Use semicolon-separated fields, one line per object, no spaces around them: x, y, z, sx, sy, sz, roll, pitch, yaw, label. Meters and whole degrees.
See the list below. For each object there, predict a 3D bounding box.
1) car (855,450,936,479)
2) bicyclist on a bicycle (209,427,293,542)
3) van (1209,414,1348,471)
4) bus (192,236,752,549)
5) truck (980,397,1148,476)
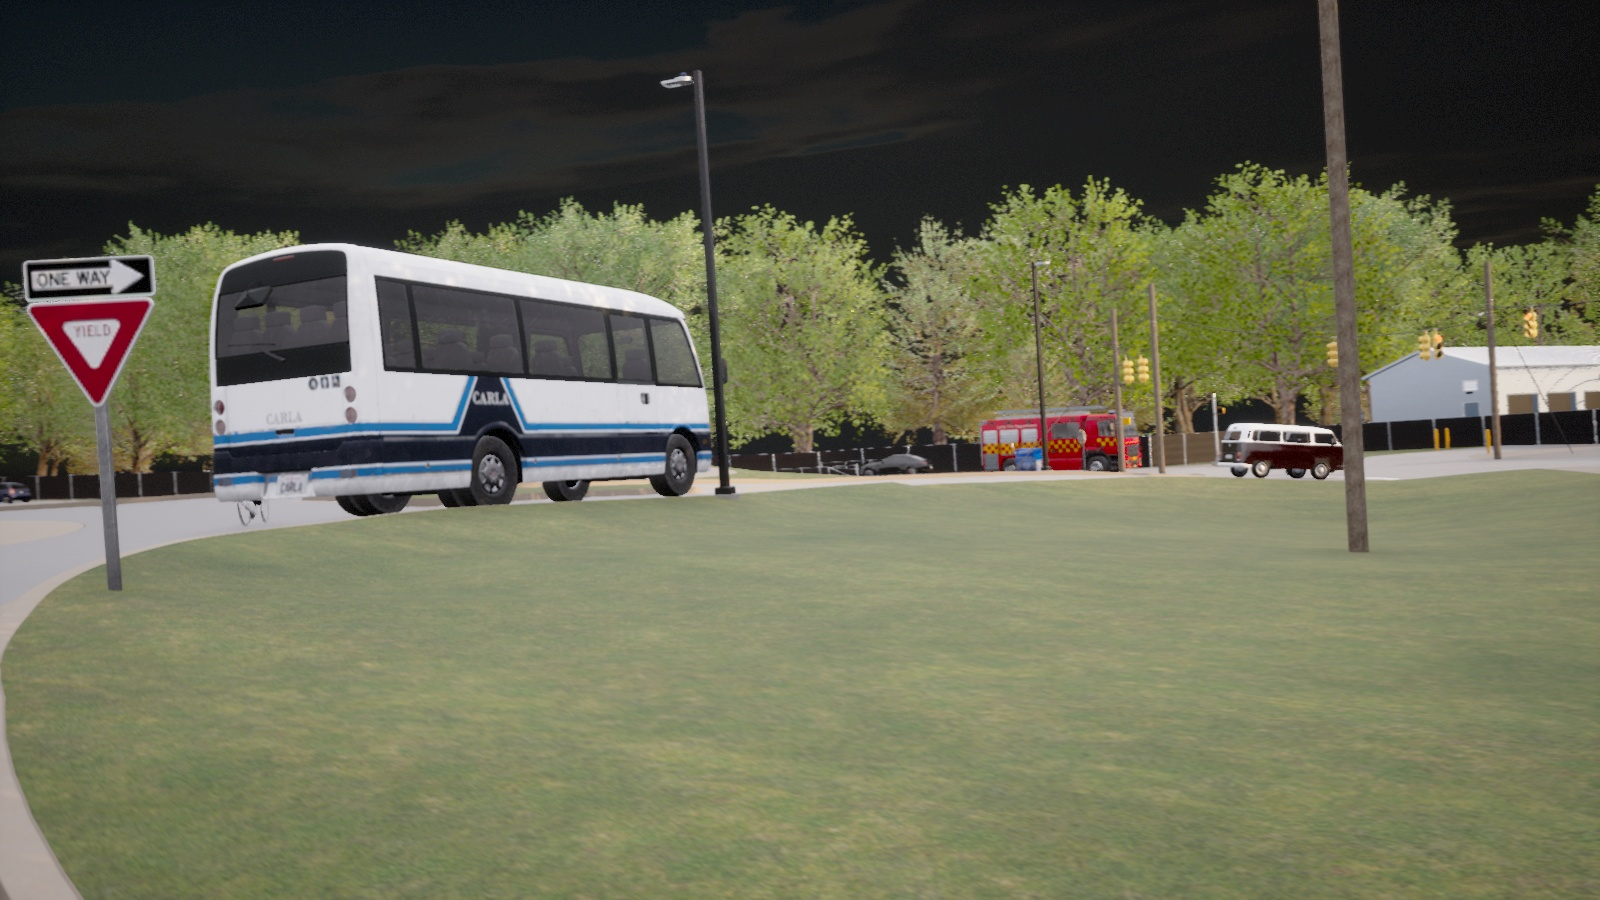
5.991;0.913;79.195;4.674;1.442;1.812;-4;1;25;car
-9.116;0.552;20.935;0.659;1.776;1.843;-6;0;-9;bicyclist on a bicycle
18.101;-0.258;47.562;4.480;2.038;2.069;1;0;-11;van
-5.205;-0.874;23.104;3.944;4.253;10.273;-5;-1;26;bus
14.699;-0.700;70.219;8.468;3.827;2.891;-3;2;33;truck
